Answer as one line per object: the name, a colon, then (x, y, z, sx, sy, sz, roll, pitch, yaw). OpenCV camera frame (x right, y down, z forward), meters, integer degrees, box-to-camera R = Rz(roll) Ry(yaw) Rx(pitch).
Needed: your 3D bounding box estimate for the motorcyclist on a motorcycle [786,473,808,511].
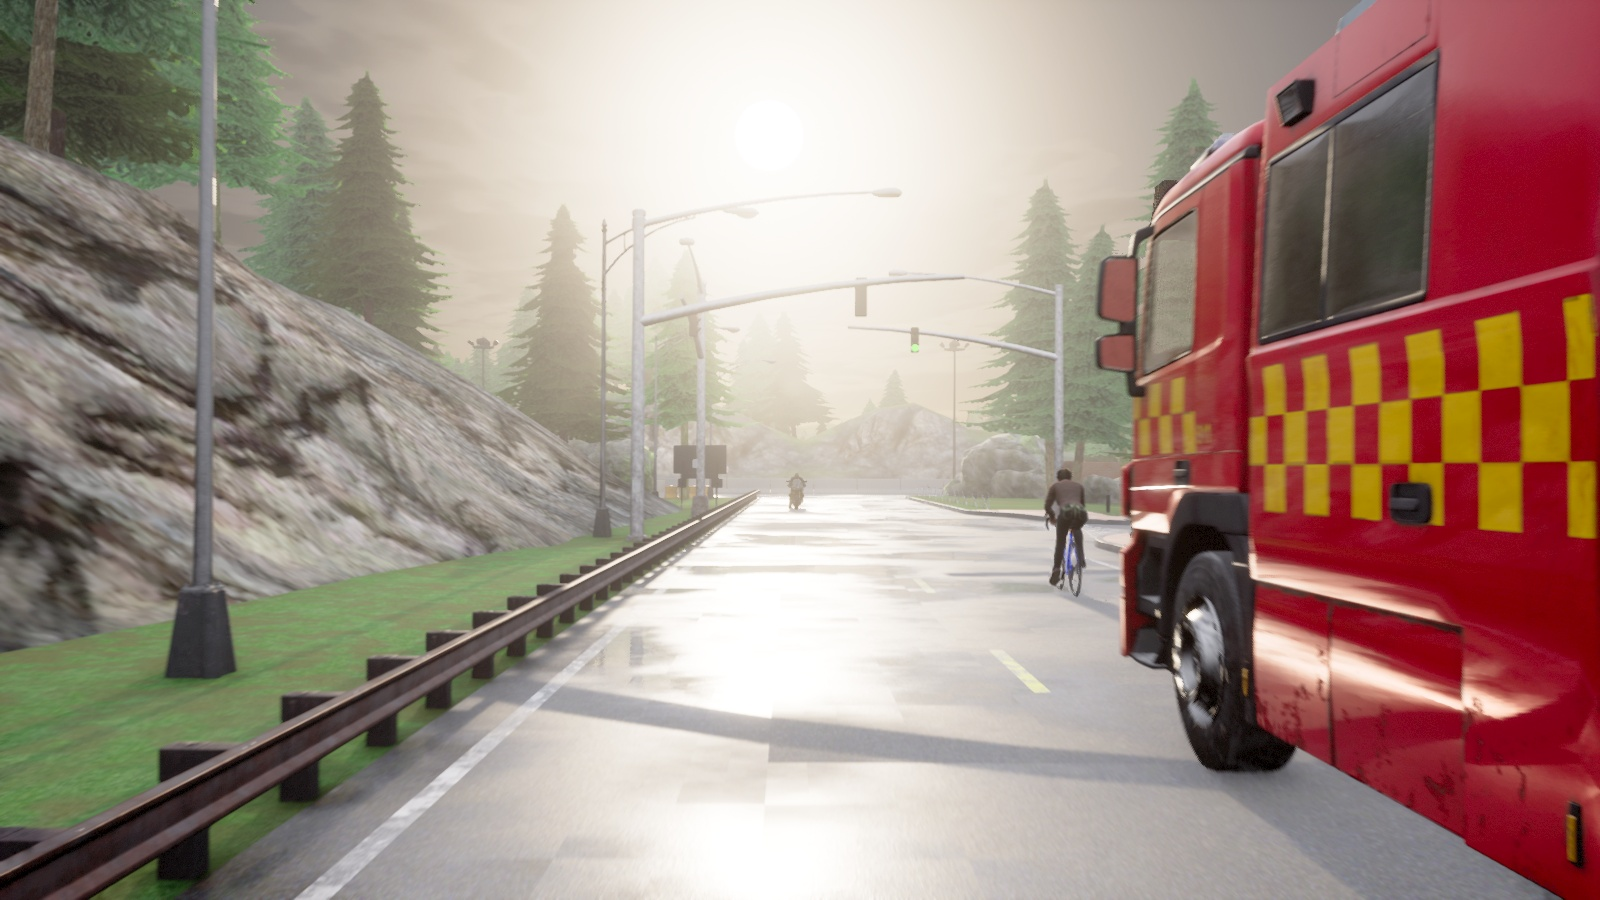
motorcyclist on a motorcycle: (-0.126, 1.723, 52.118, 0.866, 1.530, 2.191, 0, -1, 0)

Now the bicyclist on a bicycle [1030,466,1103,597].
bicyclist on a bicycle: (3.460, 1.028, 16.406, 0.582, 1.620, 1.656, 0, -1, 0)

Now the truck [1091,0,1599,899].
truck: (3.484, -0.289, 4.475, 2.891, 3.827, 8.468, 0, -1, 0)
